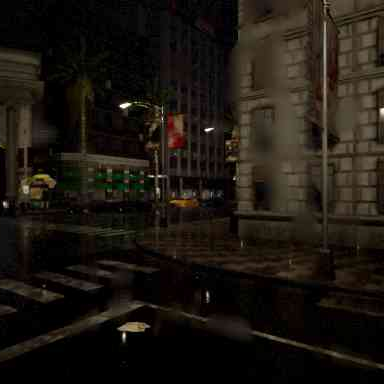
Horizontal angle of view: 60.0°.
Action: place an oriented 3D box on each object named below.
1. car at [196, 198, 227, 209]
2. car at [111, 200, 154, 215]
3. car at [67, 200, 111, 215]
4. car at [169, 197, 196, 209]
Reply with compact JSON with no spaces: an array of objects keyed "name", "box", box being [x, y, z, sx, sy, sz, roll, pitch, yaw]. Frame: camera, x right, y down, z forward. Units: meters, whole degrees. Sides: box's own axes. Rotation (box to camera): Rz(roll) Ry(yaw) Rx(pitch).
[{"name":"car","box":[3.093,1.526,46.565,1.812,1.442,4.674,0,0,39]},{"name":"car","box":[-5.907,1.563,34.542,1.994,1.385,4.181,0,0,36]},{"name":"car","box":[-10.182,1.547,34.623,2.033,1.411,5.357,0,0,36]},{"name":"car","box":[-1.185,1.477,46.766,1.882,1.535,5.008,0,0,38]}]
